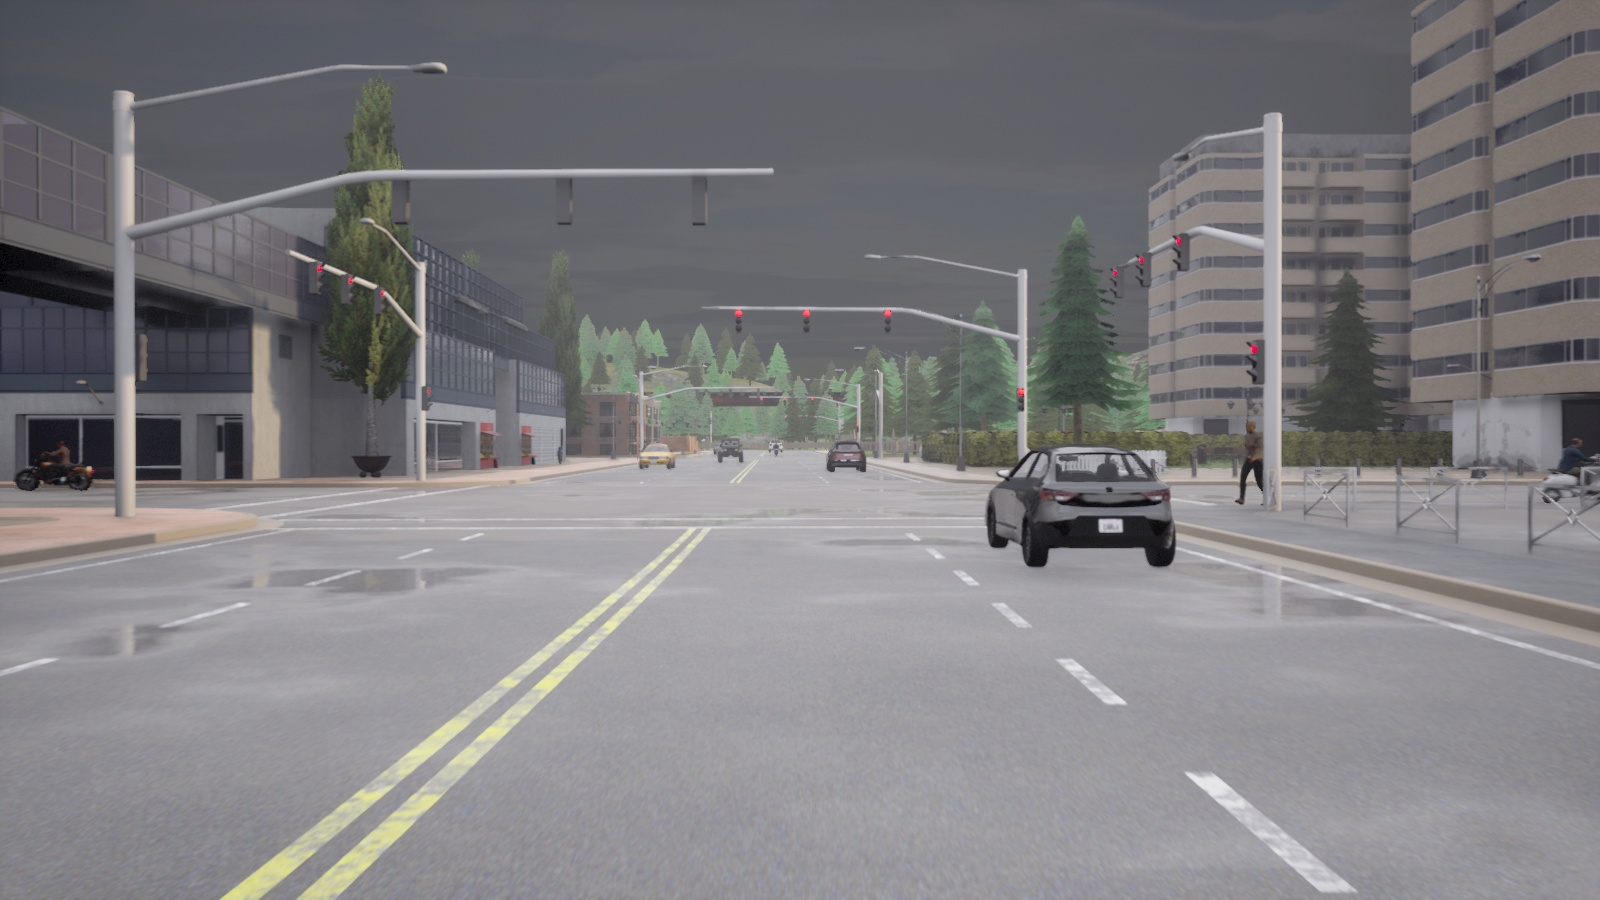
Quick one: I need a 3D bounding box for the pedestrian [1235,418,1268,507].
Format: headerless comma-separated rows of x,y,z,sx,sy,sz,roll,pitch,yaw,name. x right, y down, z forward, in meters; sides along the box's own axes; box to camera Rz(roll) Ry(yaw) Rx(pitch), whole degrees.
9.426,0.260,26.199,0.634,1.846,0.331,0,0,-33,pedestrian

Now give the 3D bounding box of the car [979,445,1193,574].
3.562,0.670,16.417,1.816,1.474,4.193,0,0,0,car

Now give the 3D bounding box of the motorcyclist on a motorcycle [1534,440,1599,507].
18.817,0.545,30.212,1.817,1.590,0.866,0,0,-1,motorcyclist on a motorcycle

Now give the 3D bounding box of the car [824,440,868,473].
2.385,0.307,65.855,2.033,1.649,4.856,0,0,-1,car

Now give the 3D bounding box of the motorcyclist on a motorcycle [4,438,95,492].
-23.342,0.457,39.087,2.350,1.649,0.766,0,0,-1,motorcyclist on a motorcycle

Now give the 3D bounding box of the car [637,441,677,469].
-8.262,0.268,72.855,1.801,1.575,5.366,0,0,-1,car

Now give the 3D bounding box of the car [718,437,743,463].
-5.233,0.004,94.696,1.905,1.878,3.866,0,0,-3,car
